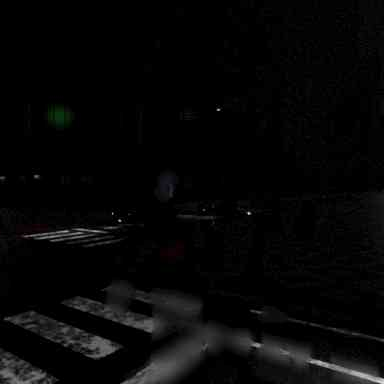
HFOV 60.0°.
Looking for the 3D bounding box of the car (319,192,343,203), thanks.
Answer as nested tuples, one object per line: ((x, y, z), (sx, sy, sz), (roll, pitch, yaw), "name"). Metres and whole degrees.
((19.600, 0.814, 47.417), (1.837, 1.490, 4.892), (0, 1, 36), "car")

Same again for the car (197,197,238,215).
((2.322, 1.157, 28.768), (1.812, 1.442, 4.674), (0, 1, 36), "car")

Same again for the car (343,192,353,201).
((25.488, 0.653, 55.641), (1.882, 1.535, 5.008), (0, 1, 36), "car")

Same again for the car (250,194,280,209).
((8.129, 0.976, 36.868), (1.882, 1.535, 5.008), (0, 1, 36), "car")

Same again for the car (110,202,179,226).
((-2.957, 1.353, 21.413), (1.895, 1.301, 4.718), (0, 1, 36), "car")
